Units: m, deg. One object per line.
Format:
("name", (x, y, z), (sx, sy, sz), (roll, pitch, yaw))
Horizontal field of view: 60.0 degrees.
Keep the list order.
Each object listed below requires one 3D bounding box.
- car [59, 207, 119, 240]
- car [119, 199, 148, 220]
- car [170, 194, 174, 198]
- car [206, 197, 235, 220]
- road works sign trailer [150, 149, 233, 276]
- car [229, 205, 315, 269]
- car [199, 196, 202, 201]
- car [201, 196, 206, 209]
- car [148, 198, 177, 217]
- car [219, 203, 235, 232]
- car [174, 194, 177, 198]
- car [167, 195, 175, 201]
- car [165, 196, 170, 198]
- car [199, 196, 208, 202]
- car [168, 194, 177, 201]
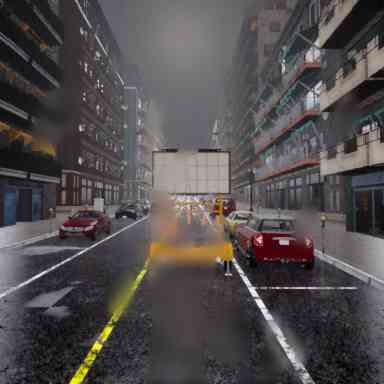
("car", (-5.285, 1.593, 16.970), (1.802, 1.307, 4.206), (2, 0, 0))
("car", (-5.281, 1.585, 28.299), (1.947, 1.339, 4.313), (2, 0, 0))
("car", (-5.266, 1.595, 67.952), (1.887, 1.381, 4.507), (2, 0, 0))
("car", (2.607, 1.334, 28.291), (2.192, 1.841, 5.009), (2, 0, 0))
("road works sign trailer", (-0.019, 0.471, 10.373), (2.380, 3.560, 2.880), (0, 0, 0))
("car", (2.597, 1.448, 11.298), (1.967, 1.590, 4.097), (2, 0, 0))
("car", (2.609, 1.607, 56.614), (1.947, 1.339, 4.313), (2, 0, 0))
("car", (2.607, 1.558, 45.455), (1.752, 1.417, 4.829), (2, 0, 0))
("car", (-2.740, 1.547, 31.681), (1.812, 1.442, 4.674), (0, 0, 0))
("car", (2.596, 1.537, 17.132), (1.752, 1.417, 4.829), (2, 0, 0))
("car", (-5.261, 1.588, 79.109), (1.752, 1.417, 4.829), (2, 0, 0))
("car", (-5.259, 1.594, 84.773), (1.752, 1.417, 4.829), (2, 0, 0))
("car", (-5.270, 1.586, 56.622), (1.887, 1.381, 4.507), (2, 0, 0))
("car", (2.618, 1.613, 79.271), (2.008, 1.369, 4.403), (2, 0, 0))
("car", (-5.250, 1.391, 90.609), (2.192, 1.841, 5.009), (2, 0, 0))
